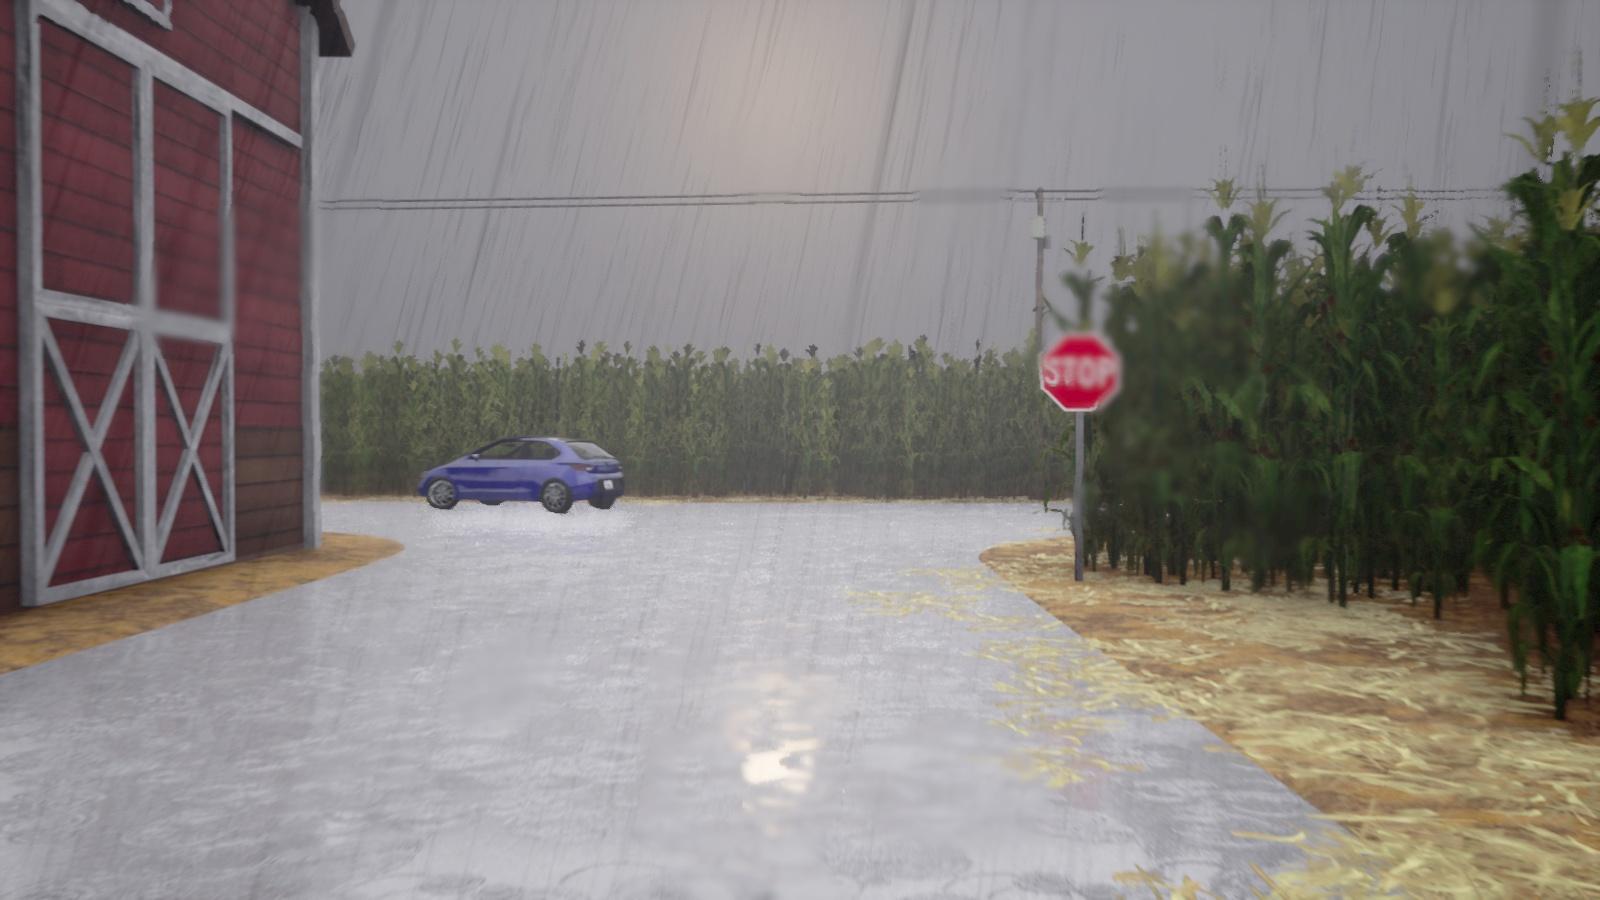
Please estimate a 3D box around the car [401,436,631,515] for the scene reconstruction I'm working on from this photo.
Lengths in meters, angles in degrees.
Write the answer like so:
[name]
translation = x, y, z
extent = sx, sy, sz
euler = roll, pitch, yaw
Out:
[car]
translation = -5.650, 0.455, 24.985
extent = 4.193, 1.474, 1.816
euler = 0, 1, 24
